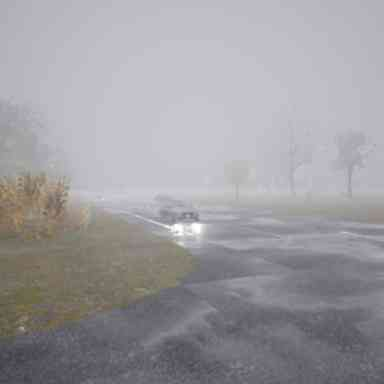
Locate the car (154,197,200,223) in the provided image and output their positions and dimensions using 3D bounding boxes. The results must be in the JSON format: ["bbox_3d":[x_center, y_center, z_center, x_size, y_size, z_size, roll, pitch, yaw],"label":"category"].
[{"bbox_3d":[-0.982,1.344,23.442,1.994,1.385,4.181,-1,1,-22],"label":"car"}]

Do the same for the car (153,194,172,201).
[{"bbox_3d":[-4.464,0.937,50.894,2.033,1.411,5.357,-1,1,-22],"label":"car"}]

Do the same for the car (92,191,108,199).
[{"bbox_3d":[-20.658,0.653,74.618,2.097,1.767,4.553,-1,1,-16],"label":"car"}]
